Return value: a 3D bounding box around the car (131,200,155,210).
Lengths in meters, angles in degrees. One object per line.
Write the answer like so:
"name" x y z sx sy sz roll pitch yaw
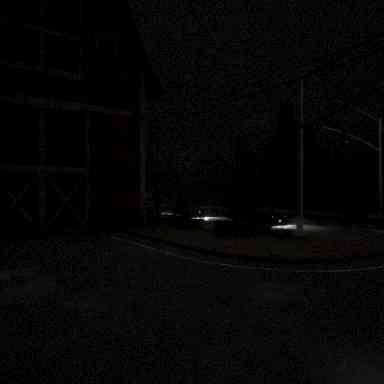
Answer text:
"car" -7.439 1.888 50.651 1.994 1.385 4.181 0 0 -34

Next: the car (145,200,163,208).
"car" -5.352 1.869 41.081 1.895 1.301 4.718 0 0 -34

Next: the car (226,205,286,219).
"car" 4.857 1.722 26.208 2.033 1.411 5.357 0 0 -34

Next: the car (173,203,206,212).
"car" -0.365 1.787 33.819 1.994 1.385 4.181 0 0 -34
